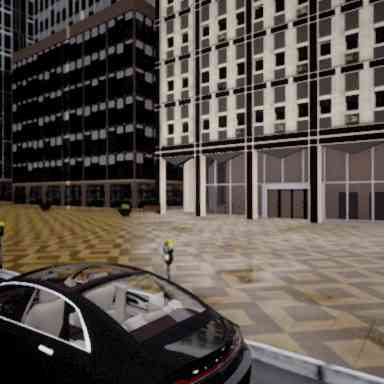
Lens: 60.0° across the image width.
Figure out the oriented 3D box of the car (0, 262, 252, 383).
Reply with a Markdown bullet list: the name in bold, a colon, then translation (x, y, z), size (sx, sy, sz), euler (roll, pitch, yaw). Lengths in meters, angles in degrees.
- **car**: translation (-1.478, 1.535, 3.942), size (4.403, 1.369, 2.008), euler (0, 0, 36)
